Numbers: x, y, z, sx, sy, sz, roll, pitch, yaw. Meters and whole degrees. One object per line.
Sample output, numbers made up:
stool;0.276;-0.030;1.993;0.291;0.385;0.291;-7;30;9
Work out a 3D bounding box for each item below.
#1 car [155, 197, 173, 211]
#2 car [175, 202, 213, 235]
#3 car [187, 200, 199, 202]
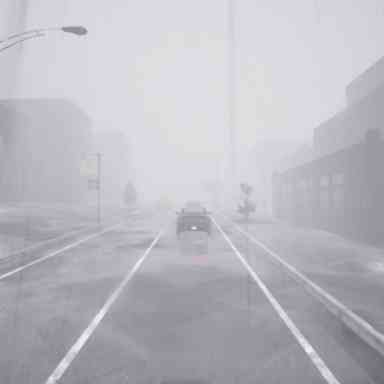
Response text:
car;-3.556;1.482;42.884;2.097;1.767;4.553;0;0;0
car;0.108;1.541;18.976;1.837;1.490;4.892;0;0;0
car;0.122;1.610;37.048;1.837;1.490;4.892;0;0;0
